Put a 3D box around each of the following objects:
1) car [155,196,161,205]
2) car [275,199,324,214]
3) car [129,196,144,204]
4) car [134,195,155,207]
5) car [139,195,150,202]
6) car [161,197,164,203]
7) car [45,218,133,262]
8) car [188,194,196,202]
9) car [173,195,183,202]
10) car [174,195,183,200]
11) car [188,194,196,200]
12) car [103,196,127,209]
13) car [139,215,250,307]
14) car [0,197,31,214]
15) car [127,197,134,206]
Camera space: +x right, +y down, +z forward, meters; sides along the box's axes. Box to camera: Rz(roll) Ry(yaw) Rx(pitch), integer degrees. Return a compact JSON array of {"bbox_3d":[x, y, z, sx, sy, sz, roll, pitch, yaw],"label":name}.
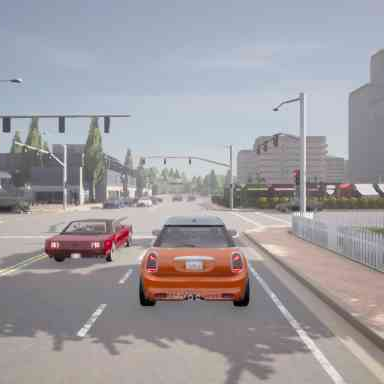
[{"bbox_3d":[-7.107,1.505,59.332,1.837,1.490,4.892,0,0,0],"label":"car"},{"bbox_3d":[11.251,1.491,34.829,4.902,1.511,2.128,0,0,-1],"label":"car"},{"bbox_3d":[-10.586,1.564,63.775,1.994,1.385,4.181,0,0,1],"label":"car"},{"bbox_3d":[-7.115,1.526,50.226,1.812,1.442,4.674,0,0,0],"label":"car"},{"bbox_3d":[-10.544,1.500,74.008,1.837,1.490,4.892,0,0,0],"label":"car"},{"bbox_3d":[-7.041,1.595,69.411,1.895,1.301,4.718,0,0,0],"label":"car"},{"bbox_3d":[-3.423,1.601,12.061,1.895,1.301,4.718,0,0,0],"label":"car"},{"bbox_3d":[-0.046,1.531,77.503,2.033,1.411,5.357,0,0,0],"label":"car"},{"bbox_3d":[-3.546,1.513,77.820,1.812,1.442,4.674,0,0,0],"label":"car"},{"bbox_3d":[-3.552,1.425,87.774,1.994,1.385,4.181,0,0,0],"label":"car"},{"bbox_3d":[-0.052,1.398,87.778,2.128,1.511,4.902,0,0,0],"label":"car"},{"bbox_3d":[-10.620,1.352,45.192,2.097,1.767,4.553,0,0,0],"label":"car"},{"bbox_3d":[0.059,1.352,8.167,2.097,1.767,4.553,0,0,0],"label":"car"},{"bbox_3d":[-19.224,1.352,34.193,4.553,1.767,2.097,0,0,-3],"label":"car"},{"bbox_3d":[-10.622,1.564,53.803,1.994,1.385,4.181,0,0,0],"label":"car"}]
